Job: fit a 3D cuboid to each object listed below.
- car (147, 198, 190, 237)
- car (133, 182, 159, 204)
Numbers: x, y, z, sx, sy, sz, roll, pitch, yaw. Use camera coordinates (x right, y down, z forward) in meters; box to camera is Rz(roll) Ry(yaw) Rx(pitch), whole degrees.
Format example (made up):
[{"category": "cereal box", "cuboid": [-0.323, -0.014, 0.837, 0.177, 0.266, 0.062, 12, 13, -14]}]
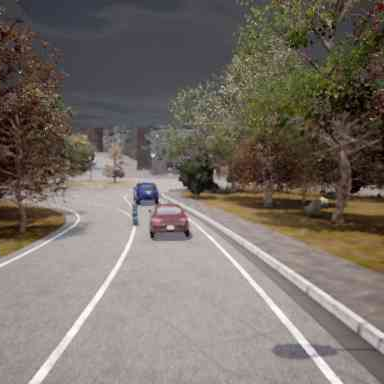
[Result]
[{"category": "car", "cuboid": [-1.195, 1.286, 16.503, 1.812, 1.442, 4.674, -1, 2, -7]}, {"category": "car", "cuboid": [-4.713, 0.021, 33.812, 2.150, 2.045, 5.566, -1, 5, -14]}]
